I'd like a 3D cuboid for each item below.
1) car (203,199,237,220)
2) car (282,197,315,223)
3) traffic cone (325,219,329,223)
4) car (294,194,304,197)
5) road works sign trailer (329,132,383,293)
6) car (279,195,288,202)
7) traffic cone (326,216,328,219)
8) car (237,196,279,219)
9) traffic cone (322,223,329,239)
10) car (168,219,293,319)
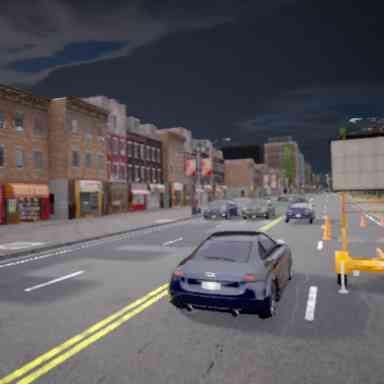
[{"bbox_3d":[2.578,1.387,28.865,2.097,1.767,4.553,-2,0,22],"label":"car"},{"bbox_3d":[7.942,1.384,24.284,1.812,1.442,4.674,-2,0,22],"label":"car"},{"bbox_3d":[6.874,1.818,16.985,0.340,0.580,0.340,-2,0,22],"label":"traffic cone"},{"bbox_3d":[21.055,1.178,65.108,1.994,1.385,4.181,-2,0,22],"label":"car"},{"bbox_3d":[4.694,0.357,8.141,2.380,3.560,2.880,-2,0,22],"label":"road works sign trailer"},{"bbox_3d":[18.039,1.317,66.311,1.895,1.301,4.718,-2,0,22],"label":"car"},{"bbox_3d":[7.633,1.803,18.835,0.340,0.580,0.340,-2,0,22],"label":"traffic cone"},{"bbox_3d":[5.579,1.293,27.623,2.097,1.767,4.553,-2,0,22],"label":"car"},{"bbox_3d":[6.116,1.834,15.134,0.340,0.580,0.340,-2,0,22],"label":"traffic cone"},{"bbox_3d":[1.090,1.562,7.564,1.994,1.385,4.181,-2,0,22],"label":"car"}]
